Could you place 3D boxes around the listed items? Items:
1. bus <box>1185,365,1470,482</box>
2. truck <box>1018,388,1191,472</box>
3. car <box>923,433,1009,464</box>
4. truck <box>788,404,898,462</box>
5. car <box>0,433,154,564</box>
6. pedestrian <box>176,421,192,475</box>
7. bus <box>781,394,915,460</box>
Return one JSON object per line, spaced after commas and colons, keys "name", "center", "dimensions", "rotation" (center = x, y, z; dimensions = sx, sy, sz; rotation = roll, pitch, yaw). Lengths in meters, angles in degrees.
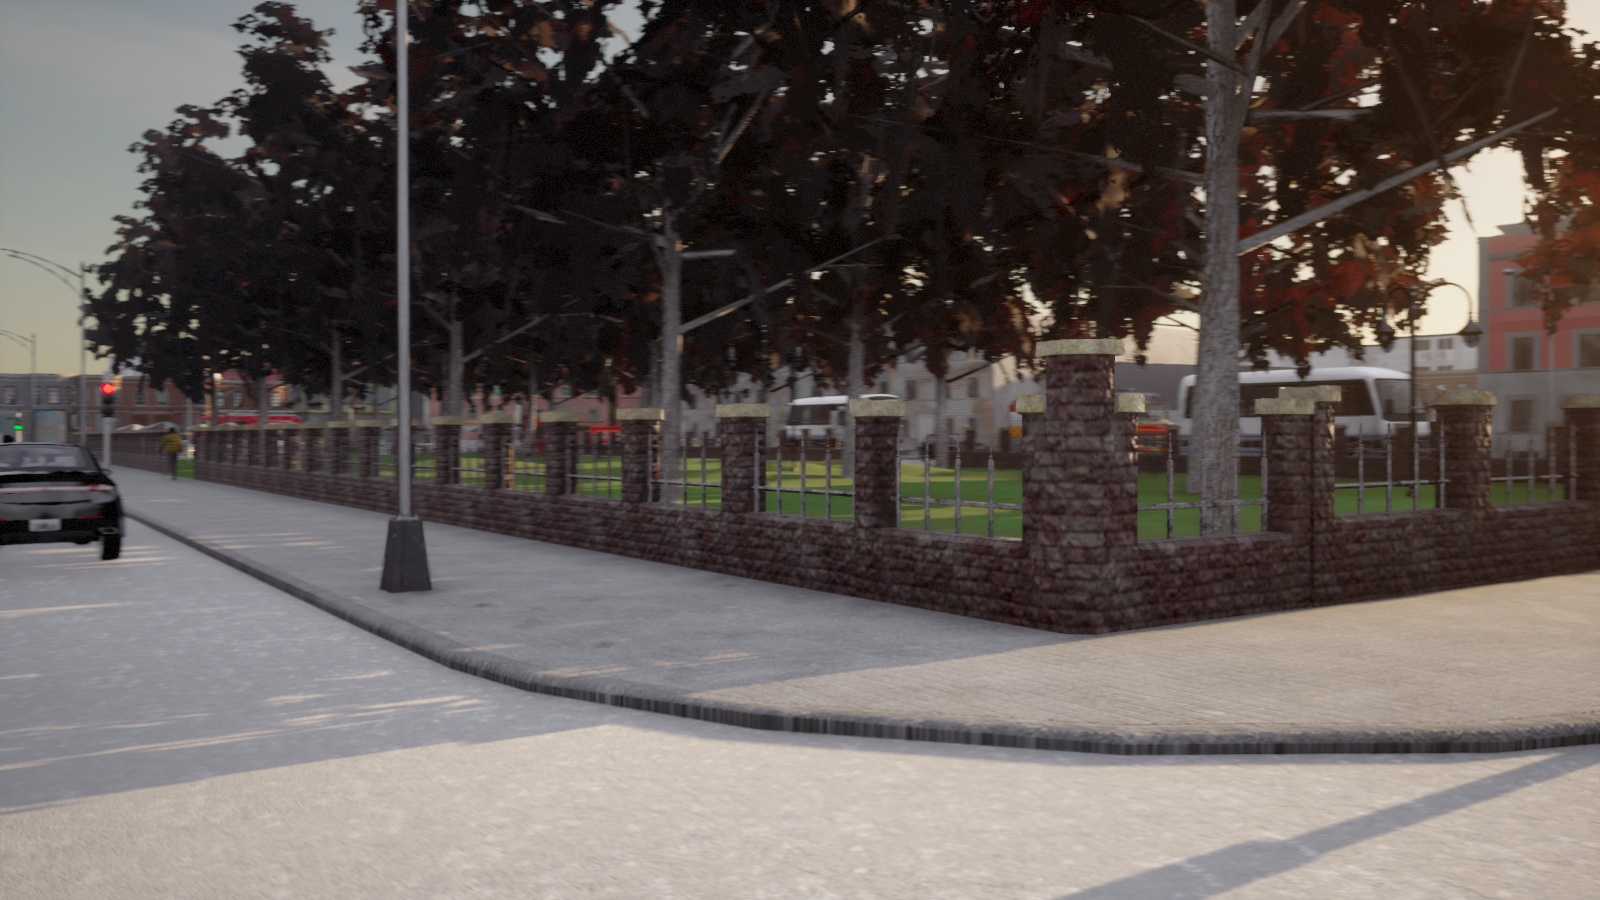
{"name": "bus", "center": [21.212, -1.039, 51.394], "dimensions": [3.944, 4.253, 10.273], "rotation": [0, 1, -33]}
{"name": "truck", "center": [14.691, -0.975, 61.331], "dimensions": [2.891, 3.827, 8.468], "rotation": [0, 1, -33]}
{"name": "car", "center": [9.182, -0.091, 69.723], "dimensions": [2.242, 1.667, 4.611], "rotation": [0, 1, -33]}
{"name": "truck", "center": [2.634, -1.066, 79.683], "dimensions": [2.891, 3.462, 7.936], "rotation": [0, 1, -33]}
{"name": "car", "center": [-10.237, 0.538, 16.854], "dimensions": [2.128, 1.511, 4.902], "rotation": [0, 1, -35]}
{"name": "pedestrian", "center": [-21.186, -0.069, 43.191], "dimensions": [0.431, 1.840, 0.709], "rotation": [0, 1, -33]}
{"name": "bus", "center": [3.109, -1.534, 86.233], "dimensions": [3.944, 4.253, 10.273], "rotation": [0, 1, -33]}
